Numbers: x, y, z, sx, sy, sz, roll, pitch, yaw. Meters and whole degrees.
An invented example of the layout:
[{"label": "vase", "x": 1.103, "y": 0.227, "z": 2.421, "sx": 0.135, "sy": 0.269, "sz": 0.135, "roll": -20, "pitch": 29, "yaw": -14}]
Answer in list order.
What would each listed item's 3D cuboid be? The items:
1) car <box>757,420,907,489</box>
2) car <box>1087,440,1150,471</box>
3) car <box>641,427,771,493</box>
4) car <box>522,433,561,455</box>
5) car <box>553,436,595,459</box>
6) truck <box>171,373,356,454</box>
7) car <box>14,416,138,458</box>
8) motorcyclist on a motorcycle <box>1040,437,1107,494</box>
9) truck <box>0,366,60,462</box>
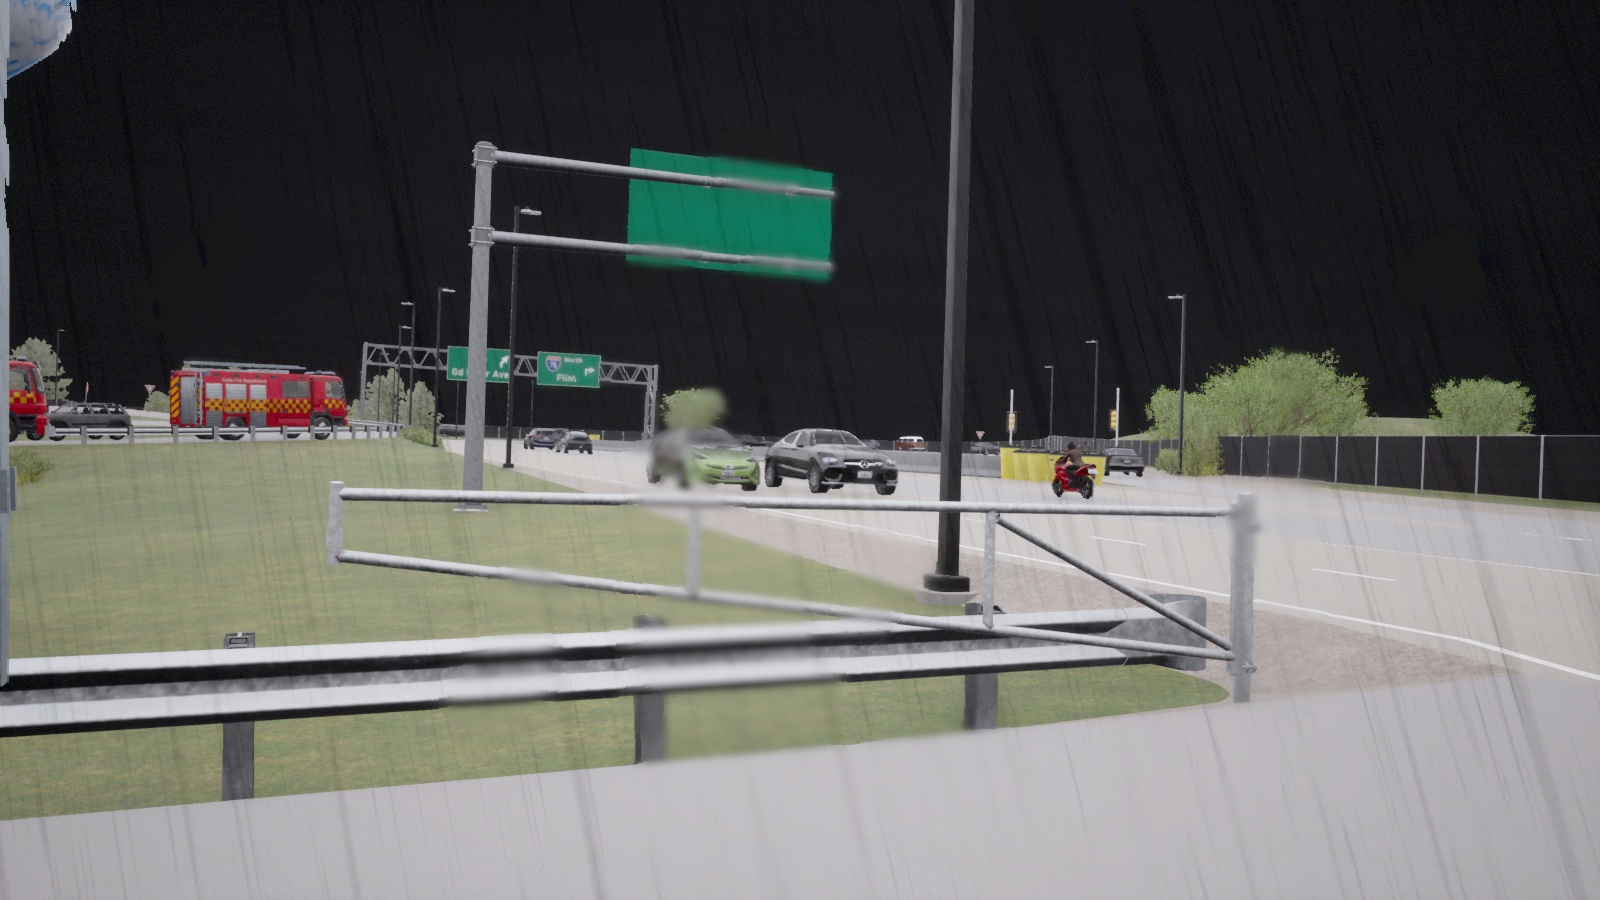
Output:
[{"label": "car", "x": 0.721, "y": 0.098, "z": 32.916, "sx": 2.152, "sy": 1.651, "sz": 5.027, "roll": 1, "pitch": 0, "yaw": -21}, {"label": "car", "x": 15.604, "y": 0.222, "z": 61.770, "sx": 2.033, "sy": 1.411, "sz": 5.357, "roll": 0, "pitch": 1, "yaw": 4}, {"label": "car", "x": -2.450, "y": 0.216, "z": 31.401, "sx": 2.007, "sy": 1.525, "sz": 4.514, "roll": 1, "pitch": 0, "yaw": -21}, {"label": "car", "x": -19.820, "y": -0.476, "z": 96.159, "sx": 2.242, "sy": 1.667, "sz": 4.611, "roll": 1, "pitch": 0, "yaw": -21}, {"label": "car", "x": -15.148, "y": -0.170, "z": 83.989, "sx": 1.837, "sy": 1.490, "sz": 4.892, "roll": 1, "pitch": 0, "yaw": -21}, {"label": "truck", "x": -27.151, "y": -1.858, "z": 64.027, "sx": 2.891, "sy": 3.827, "sz": 8.468, "roll": 1, "pitch": 2, "yaw": 32}, {"label": "car", "x": -33.558, "y": -0.636, "z": 58.333, "sx": 1.932, "sy": 1.855, "sz": 4.605, "roll": 0, "pitch": 2, "yaw": 28}, {"label": "motorcyclist on a motorcycle", "x": 7.529, "y": 0.413, "z": 34.702, "sx": 0.797, "sy": 1.523, "sz": 2.044, "roll": 1, "pitch": 0, "yaw": -21}, {"label": "truck", "x": -34.565, "y": -1.390, "z": 50.098, "sx": 8.468, "sy": 3.827, "sz": 2.891, "roll": -2, "pitch": 1, "yaw": -29}]
